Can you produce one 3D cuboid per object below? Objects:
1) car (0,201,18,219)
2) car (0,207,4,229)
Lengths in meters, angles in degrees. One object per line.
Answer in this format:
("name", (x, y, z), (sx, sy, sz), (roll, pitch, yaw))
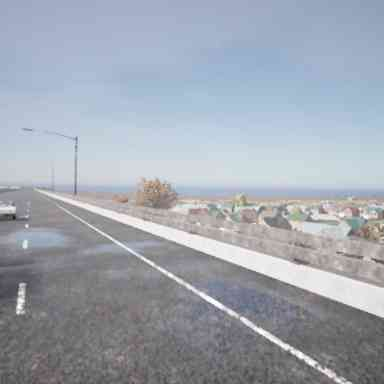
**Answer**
("car", (-14.109, 1.307, 24.889), (1.895, 1.301, 4.718), (1, 0, -26))
("car", (-6.045, 1.363, 8.317), (1.882, 1.535, 5.008), (1, 0, -26))
